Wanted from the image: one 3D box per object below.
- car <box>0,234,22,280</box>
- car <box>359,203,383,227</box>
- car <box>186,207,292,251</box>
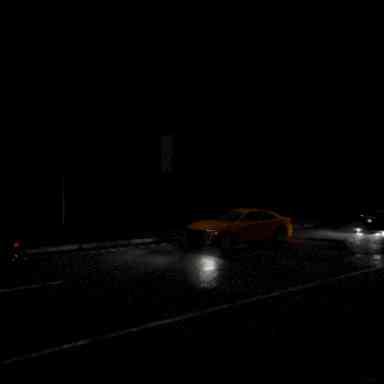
[{"bbox_3d":[-6.459,1.483,8.020,4.181,1.385,1.994,0,0,-35],"label":"car"},{"bbox_3d":[12.667,1.474,21.348,4.902,1.511,2.128,0,0,-35],"label":"car"},{"bbox_3d":[2.073,1.425,13.973,5.008,1.535,1.882,0,0,-35],"label":"car"}]
